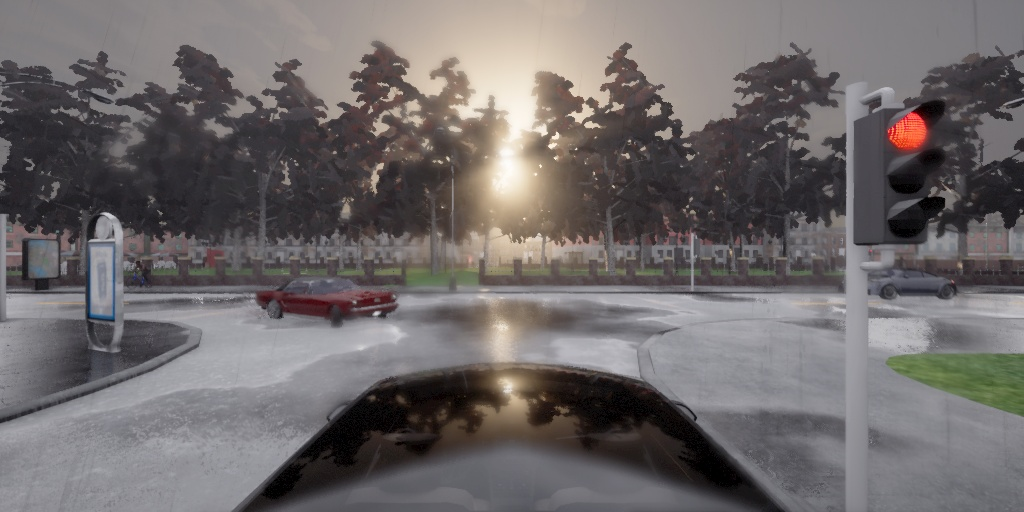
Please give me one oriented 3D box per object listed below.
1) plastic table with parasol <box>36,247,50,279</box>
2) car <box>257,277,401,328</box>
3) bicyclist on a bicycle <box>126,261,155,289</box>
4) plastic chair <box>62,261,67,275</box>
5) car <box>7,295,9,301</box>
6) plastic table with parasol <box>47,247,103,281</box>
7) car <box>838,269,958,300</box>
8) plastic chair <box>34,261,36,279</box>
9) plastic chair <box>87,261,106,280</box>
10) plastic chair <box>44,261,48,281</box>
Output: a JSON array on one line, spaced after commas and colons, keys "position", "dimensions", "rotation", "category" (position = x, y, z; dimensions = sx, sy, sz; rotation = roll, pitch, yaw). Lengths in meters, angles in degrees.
[{"position": [-43.602, 0.620, 34.901], "dimensions": [2.482, 2.480, 2.482], "rotation": [0, 0, -39], "category": "plastic table with parasol"}, {"position": [-5.837, 1.351, 11.388], "dimensions": [4.718, 1.301, 1.895], "rotation": [0, 0, 28], "category": "car"}, {"position": [-22.028, 1.099, 21.269], "dimensions": [0.582, 1.620, 1.656], "rotation": [0, 0, 0], "category": "bicyclist on a bicycle"}, {"position": [-38.279, 1.306, 31.284], "dimensions": [0.750, 1.272, 0.730], "rotation": [0, 0, -35], "category": "plastic chair"}, {"position": [-21.359, 1.276, 12.891], "dimensions": [4.674, 1.442, 1.812], "rotation": [0, 0, 0], "category": "car"}, {"position": [-39.181, 0.694, 32.257], "dimensions": [2.482, 2.480, 2.482], "rotation": [0, 0, -40], "category": "plastic table with parasol"}, {"position": [18.249, 1.314, 17.080], "dimensions": [4.181, 1.385, 1.994], "rotation": [0, 0, 0], "category": "car"}, {"position": [-44.610, 1.295, 34.151], "dimensions": [0.730, 1.272, 0.750], "rotation": [0, 0, -41], "category": "plastic chair"}, {"position": [-38.183, 1.296, 32.990], "dimensions": [0.730, 1.272, 0.750], "rotation": [0, 0, -40], "category": "plastic chair"}, {"position": [-40.212, 1.293, 31.512], "dimensions": [0.730, 1.272, 0.750], "rotation": [0, 0, -40], "category": "plastic chair"}]
